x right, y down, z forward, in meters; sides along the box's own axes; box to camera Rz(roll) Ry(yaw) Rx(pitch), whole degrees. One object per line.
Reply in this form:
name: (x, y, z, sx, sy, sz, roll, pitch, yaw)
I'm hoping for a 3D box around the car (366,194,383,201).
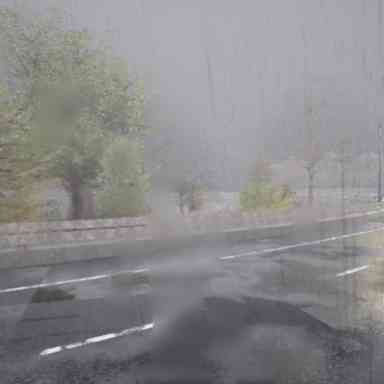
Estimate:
car: (42.614, 1.383, 76.627, 1.837, 1.490, 4.892, 0, 0, 9)
